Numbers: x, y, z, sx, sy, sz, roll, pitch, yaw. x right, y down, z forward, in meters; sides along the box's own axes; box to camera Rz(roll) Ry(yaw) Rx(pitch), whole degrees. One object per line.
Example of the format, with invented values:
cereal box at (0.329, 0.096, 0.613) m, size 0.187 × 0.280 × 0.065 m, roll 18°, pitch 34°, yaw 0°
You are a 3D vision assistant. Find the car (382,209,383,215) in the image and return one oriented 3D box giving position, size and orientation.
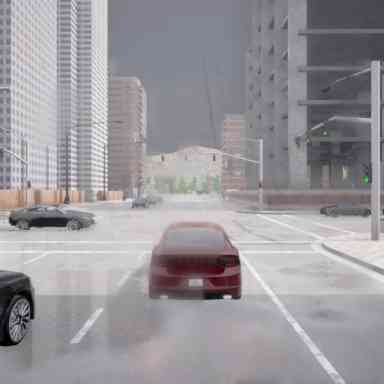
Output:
car at (18.473, 1.221, 26.747) m, size 5.566 × 2.045 × 2.150 m, roll 0°, pitch 0°, yaw 0°

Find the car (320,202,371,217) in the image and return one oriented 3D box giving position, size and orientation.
car at (13.922, 1.564, 30.275) m, size 4.181 × 1.385 × 1.994 m, roll 0°, pitch 0°, yaw 0°

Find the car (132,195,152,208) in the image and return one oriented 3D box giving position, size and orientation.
car at (-7.248, 1.505, 46.959) m, size 1.837 × 1.490 × 4.892 m, roll 0°, pitch 0°, yaw 1°

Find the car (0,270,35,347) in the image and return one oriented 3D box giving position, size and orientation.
car at (-3.449, 1.492, 3.442) m, size 2.128 × 1.511 × 4.902 m, roll 0°, pitch 0°, yaw 0°

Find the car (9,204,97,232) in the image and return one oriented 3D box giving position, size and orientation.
car at (-8.157, 1.492, 19.702) m, size 4.902 × 1.511 × 2.128 m, roll 0°, pitch 0°, yaw 0°

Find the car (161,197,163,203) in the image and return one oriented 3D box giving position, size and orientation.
car at (-6.885, 1.547, 67.104) m, size 2.033 × 1.411 × 5.357 m, roll 0°, pitch 0°, yaw 1°

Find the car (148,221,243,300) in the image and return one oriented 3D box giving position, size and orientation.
car at (0.064, 1.478, 8.447) m, size 1.882 × 1.535 × 5.008 m, roll 0°, pitch 0°, yaw 0°

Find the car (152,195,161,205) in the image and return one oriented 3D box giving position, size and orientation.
car at (-7.094, 1.352, 56.792) m, size 2.097 × 1.767 × 4.553 m, roll 0°, pitch 0°, yaw 1°
